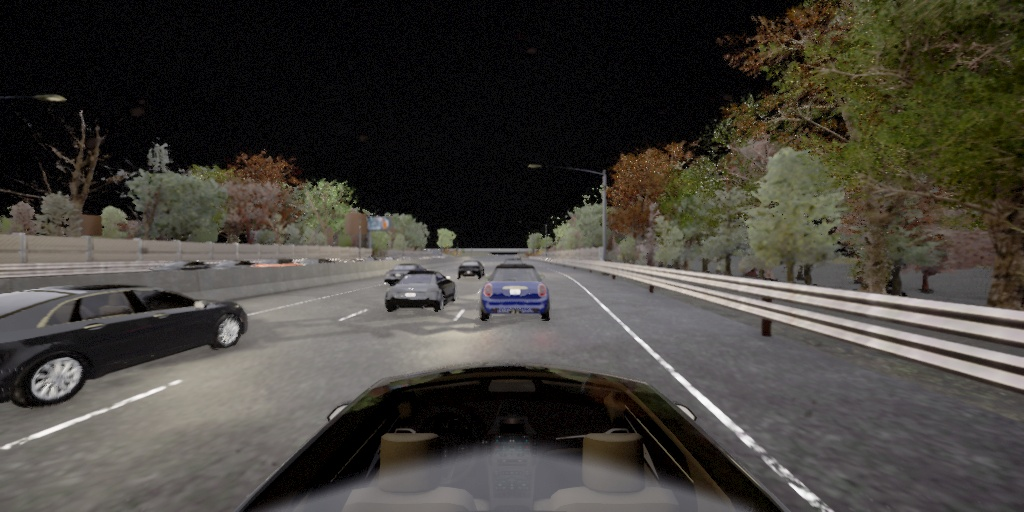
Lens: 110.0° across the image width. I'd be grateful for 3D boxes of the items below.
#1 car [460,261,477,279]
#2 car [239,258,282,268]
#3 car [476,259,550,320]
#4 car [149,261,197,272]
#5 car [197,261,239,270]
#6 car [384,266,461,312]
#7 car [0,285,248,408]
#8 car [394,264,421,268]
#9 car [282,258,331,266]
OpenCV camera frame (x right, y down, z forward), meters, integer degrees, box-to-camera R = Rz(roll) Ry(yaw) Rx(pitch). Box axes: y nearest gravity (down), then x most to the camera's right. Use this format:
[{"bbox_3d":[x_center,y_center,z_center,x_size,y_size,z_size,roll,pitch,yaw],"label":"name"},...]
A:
[{"bbox_3d":[-3.405,1.121,30.596,1.882,1.535,5.008,0,0,0],"label":"car"},{"bbox_3d":[-21.096,0.990,31.634,2.097,1.767,4.553,0,0,0],"label":"car"},{"bbox_3d":[0.095,1.058,12.541,2.097,1.767,4.553,0,0,0],"label":"car"},{"bbox_3d":[-27.931,1.147,30.459,1.837,1.490,4.892,0,0,-1],"label":"car"},{"bbox_3d":[-24.596,1.143,31.692,1.837,1.490,4.892,0,0,0],"label":"car"},{"bbox_3d":[-3.404,1.265,14.034,1.994,1.385,4.181,0,0,0],"label":"car"},{"bbox_3d":[-6.914,1.239,6.134,1.837,1.490,4.892,0,1,0],"label":"car"},{"bbox_3d":[-6.906,1.211,24.178,2.033,1.411,5.357,0,0,0],"label":"car"},{"bbox_3d":[-17.597,0.990,31.655,2.097,1.767,4.553,0,0,0],"label":"car"}]
